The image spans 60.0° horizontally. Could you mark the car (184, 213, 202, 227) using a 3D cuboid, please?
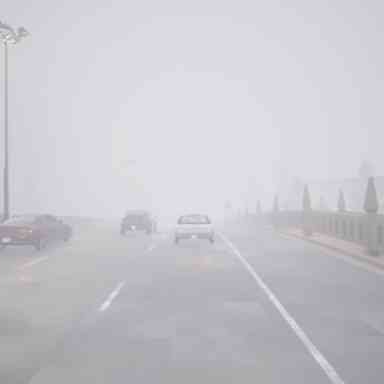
[{"bbox_3d":[0.097,3.229,37.424,1.837,1.490,4.892,0,-6,0],"label":"car"}]

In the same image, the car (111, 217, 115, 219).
[{"bbox_3d":[-14.021,5.617,61.276,2.150,2.045,5.566,0,-6,1],"label":"car"}]

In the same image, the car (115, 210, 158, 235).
[{"bbox_3d":[-3.402,1.932,21.803,1.837,1.490,4.892,0,-3,0],"label":"car"}]

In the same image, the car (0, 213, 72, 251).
[{"bbox_3d":[-6.900,1.674,14.734,1.812,1.442,4.674,0,-1,0],"label":"car"}]

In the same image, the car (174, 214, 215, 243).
[{"bbox_3d":[0.098,1.828,17.217,1.895,1.301,4.718,0,-2,0],"label":"car"}]
